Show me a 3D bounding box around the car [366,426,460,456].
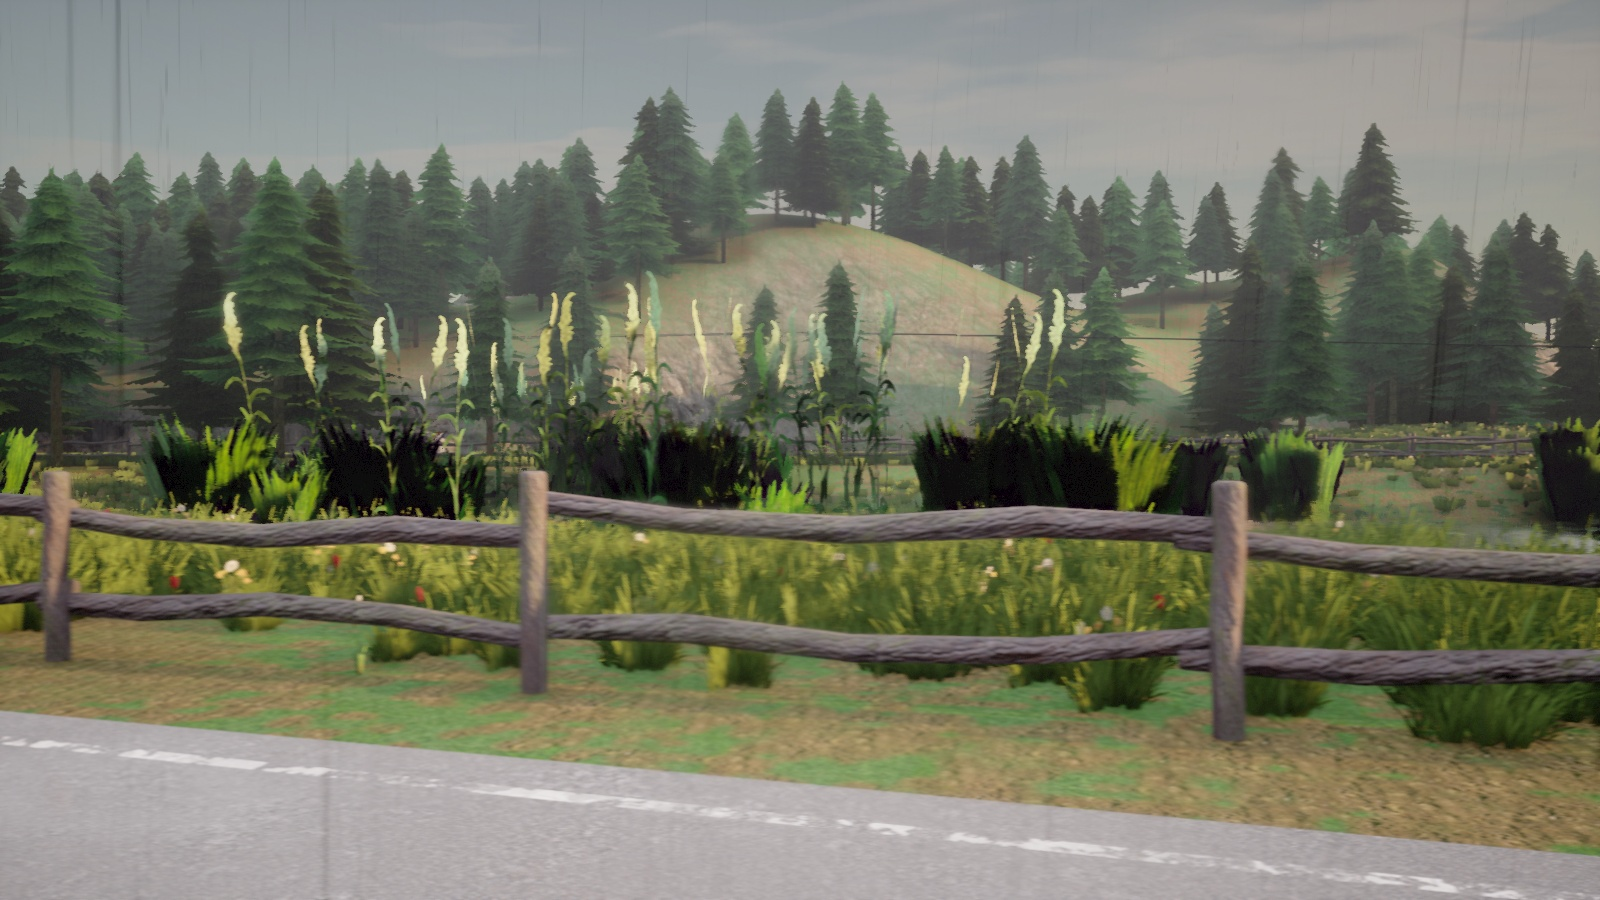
[{"bbox_3d":[-22.045,-0.524,71.588,4.611,1.667,2.242,0,1,9],"label":"car"}]
